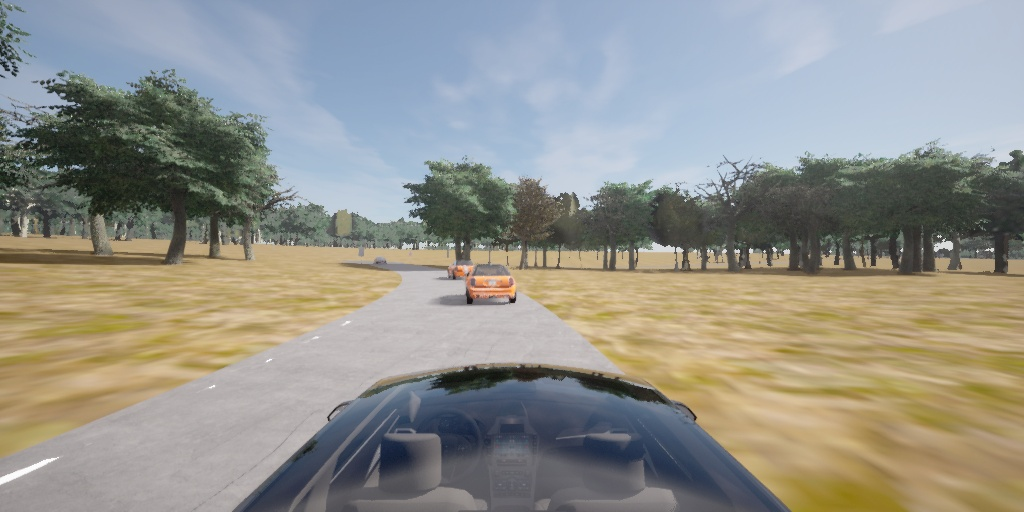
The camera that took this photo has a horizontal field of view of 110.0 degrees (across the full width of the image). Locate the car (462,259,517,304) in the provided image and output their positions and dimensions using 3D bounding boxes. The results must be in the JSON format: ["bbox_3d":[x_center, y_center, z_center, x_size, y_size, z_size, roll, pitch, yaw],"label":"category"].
[{"bbox_3d":[-1.100,1.120,16.635,2.097,1.767,4.553,0,0,-8],"label":"car"}]

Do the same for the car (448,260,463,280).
[{"bbox_3d":[-4.393,1.103,31.479,2.097,1.767,4.553,0,0,-17],"label":"car"}]
